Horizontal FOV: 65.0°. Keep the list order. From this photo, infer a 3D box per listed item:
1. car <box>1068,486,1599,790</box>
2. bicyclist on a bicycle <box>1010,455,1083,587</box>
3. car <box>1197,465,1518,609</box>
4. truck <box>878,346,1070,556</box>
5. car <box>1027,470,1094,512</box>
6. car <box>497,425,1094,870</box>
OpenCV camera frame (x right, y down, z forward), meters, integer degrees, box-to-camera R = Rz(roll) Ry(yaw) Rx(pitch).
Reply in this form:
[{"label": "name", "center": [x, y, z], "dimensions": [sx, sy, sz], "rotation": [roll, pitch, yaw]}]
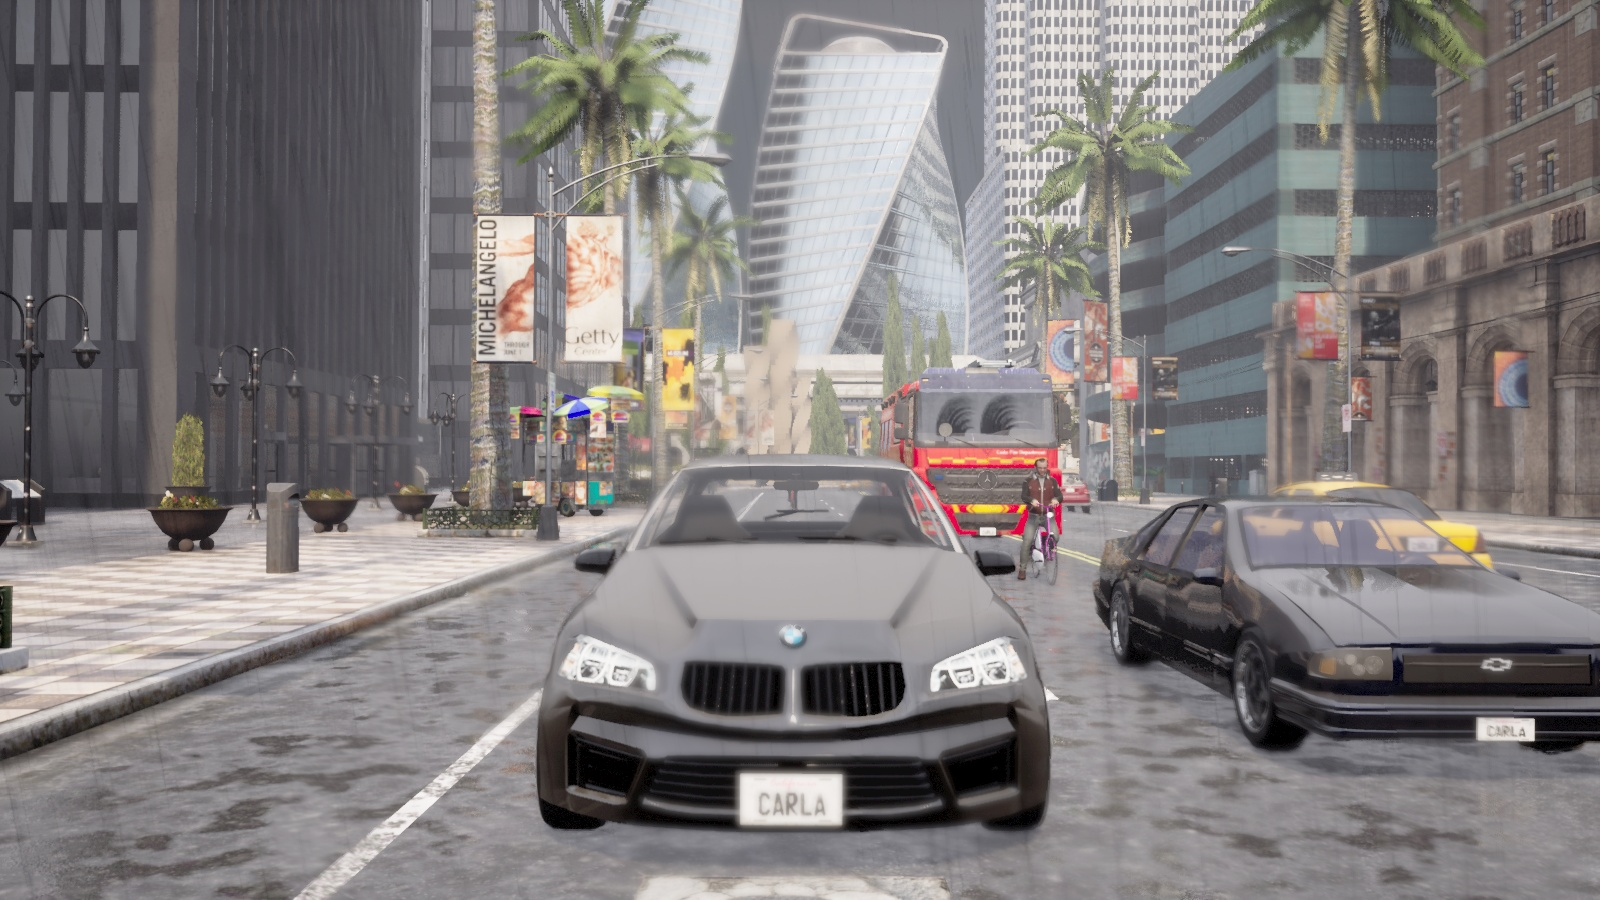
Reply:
[{"label": "car", "center": [3.478, 0.996, 8.825], "dimensions": [2.033, 1.411, 5.357], "rotation": [0, -1, 0]}, {"label": "bicyclist on a bicycle", "center": [3.458, 0.969, 17.742], "dimensions": [0.659, 1.776, 1.843], "rotation": [0, -1, 0]}, {"label": "car", "center": [6.959, 1.002, 16.461], "dimensions": [1.801, 1.575, 5.366], "rotation": [0, -1, 0]}, {"label": "truck", "center": [3.446, 0.092, 27.189], "dimensions": [2.891, 3.827, 8.468], "rotation": [0, -1, 0]}, {"label": "car", "center": [10.177, 1.578, 49.276], "dimensions": [1.789, 1.549, 3.705], "rotation": [0, -1, -1]}, {"label": "car", "center": [-0.018, 0.776, 7.040], "dimensions": [2.242, 1.667, 4.611], "rotation": [0, -1, 0]}]
